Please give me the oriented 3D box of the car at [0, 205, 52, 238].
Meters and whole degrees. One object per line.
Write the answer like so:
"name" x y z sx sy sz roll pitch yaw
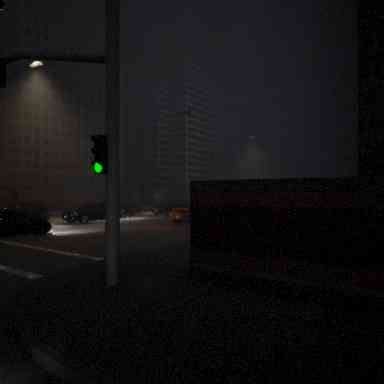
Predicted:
"car" -9.149 1.564 16.299 1.994 1.385 4.181 0 0 35

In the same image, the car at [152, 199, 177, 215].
"car" -1.898 1.491 32.717 2.128 1.511 4.902 0 0 36

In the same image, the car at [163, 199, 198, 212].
"car" -1.322 1.564 39.470 1.994 1.385 4.181 0 0 36

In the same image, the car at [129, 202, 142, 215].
"car" -7.121 1.547 31.478 2.033 1.411 5.357 0 0 36

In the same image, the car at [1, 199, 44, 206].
"car" -12.662 1.352 23.793 2.097 1.767 4.553 0 0 36

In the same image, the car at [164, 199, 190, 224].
"car" 0.512 1.477 23.768 1.882 1.535 5.008 0 0 36

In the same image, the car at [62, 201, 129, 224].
"car" -7.400 1.505 25.121 1.837 1.490 4.892 0 0 36
